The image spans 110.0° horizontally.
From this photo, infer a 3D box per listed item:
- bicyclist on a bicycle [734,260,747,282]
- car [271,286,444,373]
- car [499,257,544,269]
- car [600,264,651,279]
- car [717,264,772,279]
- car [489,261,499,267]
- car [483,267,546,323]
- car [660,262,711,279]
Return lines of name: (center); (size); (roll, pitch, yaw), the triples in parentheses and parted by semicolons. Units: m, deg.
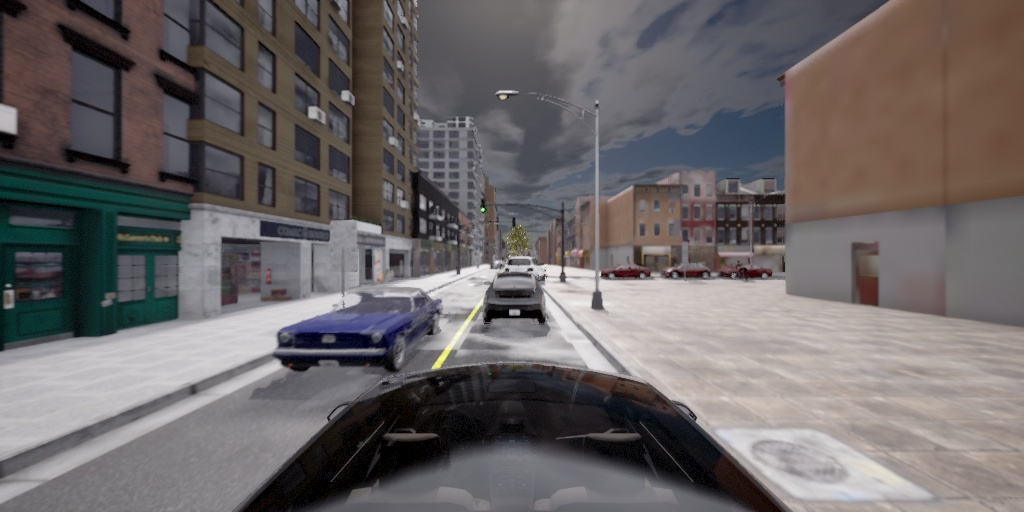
bicyclist on a bicycle: (17.389, 1.142, 27.311); (0.582, 1.620, 1.656); (0, 0, 0)
car: (-2.840, 1.366, 7.770); (1.895, 1.301, 4.718); (0, 0, 0)
car: (1.027, 1.065, 26.138); (2.150, 2.045, 5.566); (0, 0, 13)
car: (10.382, 1.407, 32.963); (4.507, 1.381, 1.888); (0, 0, 0)
car: (21.311, 1.396, 32.948); (4.507, 1.381, 1.888); (0, 0, 0)
car: (-2.773, 1.558, 61.679); (2.128, 1.511, 4.902); (0, 0, 1)
car: (0.085, 1.284, 12.170); (1.837, 1.490, 4.892); (0, 0, 0)
car: (15.846, 1.296, 32.957); (4.097, 1.591, 1.967); (0, 0, 0)
